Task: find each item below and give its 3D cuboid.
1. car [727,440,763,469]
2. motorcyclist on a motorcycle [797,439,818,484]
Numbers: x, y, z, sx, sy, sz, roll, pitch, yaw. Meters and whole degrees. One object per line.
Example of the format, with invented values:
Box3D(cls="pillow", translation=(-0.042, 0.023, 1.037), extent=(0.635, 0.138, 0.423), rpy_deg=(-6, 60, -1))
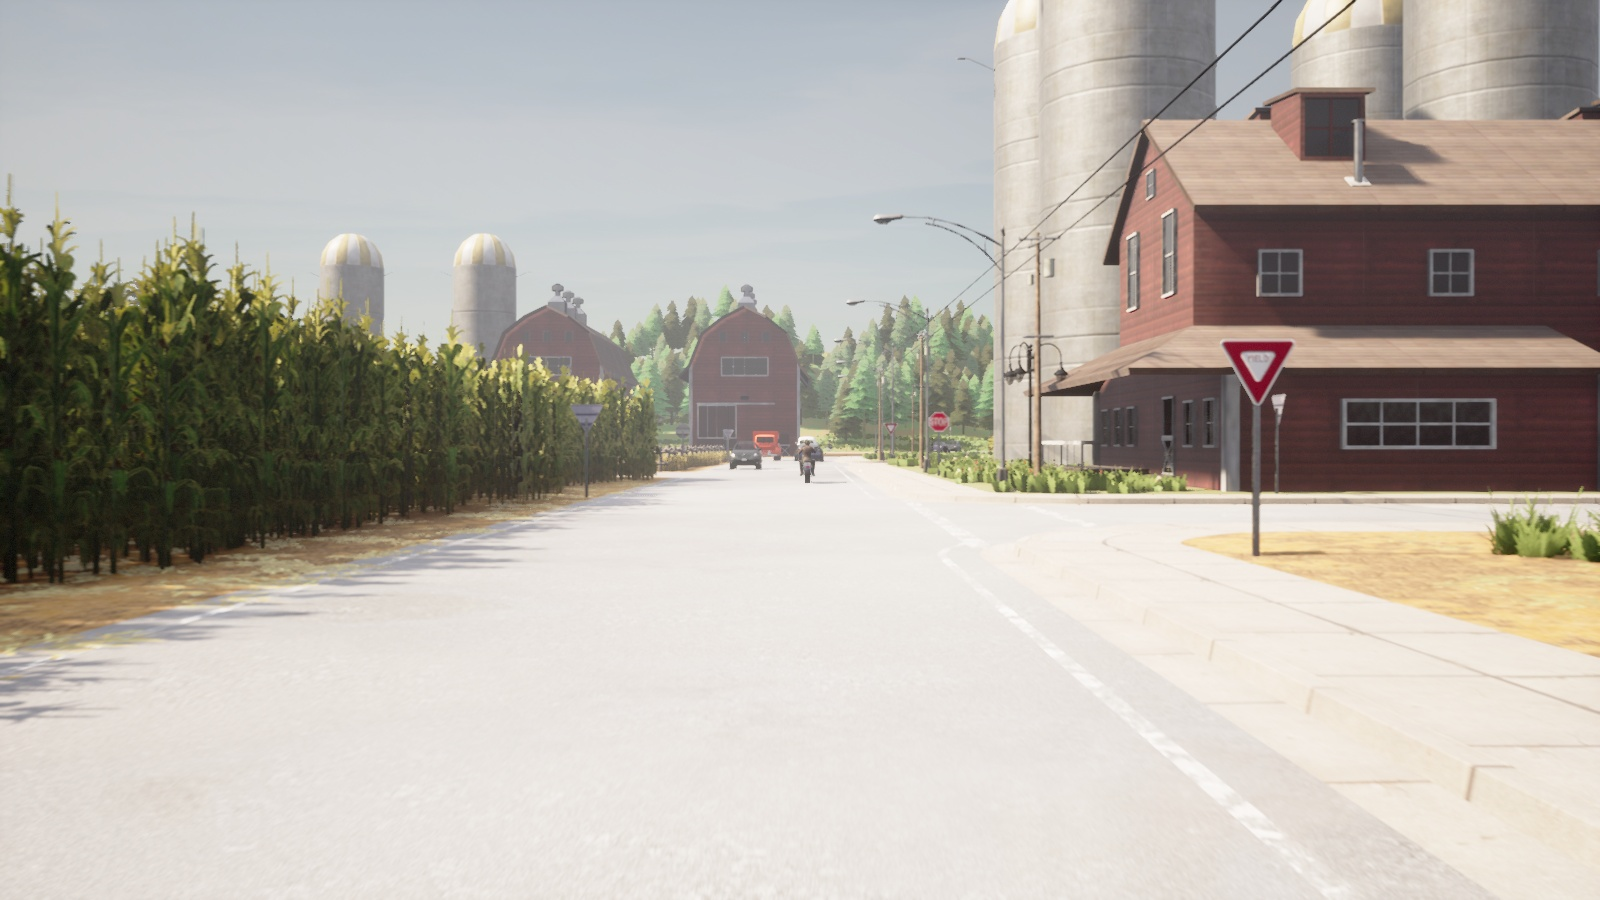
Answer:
Box3D(cls="car", translation=(-3.083, 0.239, 71.523), extent=(1.851, 1.617, 3.988), rpy_deg=(0, 0, 0))
Box3D(cls="motorcyclist on a motorcycle", translation=(0.282, 0.430, 47.390), extent=(0.766, 1.649, 2.350), rpy_deg=(0, 0, 0))
